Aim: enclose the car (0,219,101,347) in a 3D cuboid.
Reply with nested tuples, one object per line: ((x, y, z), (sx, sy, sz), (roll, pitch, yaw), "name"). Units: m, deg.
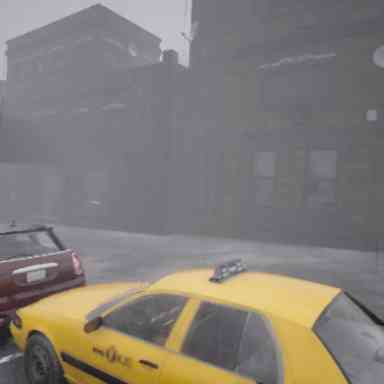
((-4.197, 1.350, 6.525), (4.553, 1.767, 2.185), (0, 0, 36), "car")
